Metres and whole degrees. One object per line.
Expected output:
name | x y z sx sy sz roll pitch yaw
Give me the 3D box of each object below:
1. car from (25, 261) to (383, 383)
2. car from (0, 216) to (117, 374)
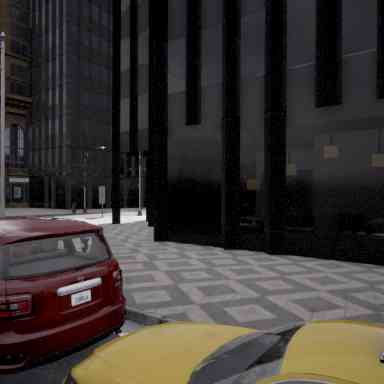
car | 1.046 1.525 2.213 4.829 1.417 1.752 0 0 36
car | -3.233 1.314 5.265 5.009 1.841 2.192 0 0 36
